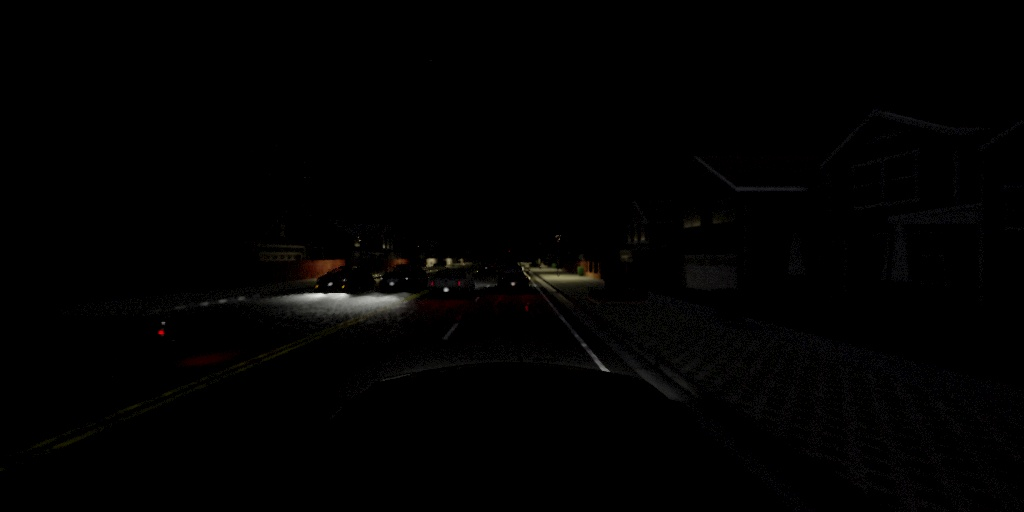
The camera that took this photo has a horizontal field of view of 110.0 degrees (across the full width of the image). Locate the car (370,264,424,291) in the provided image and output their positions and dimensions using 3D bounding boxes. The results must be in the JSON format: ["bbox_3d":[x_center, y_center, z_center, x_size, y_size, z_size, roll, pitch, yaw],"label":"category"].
[{"bbox_3d":[-6.572,1.273,22.094,2.128,1.511,4.902,0,0,0],"label":"car"}]

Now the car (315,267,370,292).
[{"bbox_3d":[-9.826,1.342,21.358,1.994,1.385,4.181,0,0,0],"label":"car"}]

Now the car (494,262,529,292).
[{"bbox_3d":[0.070,1.305,21.702,1.812,1.442,4.674,0,0,0],"label":"car"}]

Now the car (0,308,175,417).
[{"bbox_3d":[-6.594,1.297,3.575,2.033,1.411,5.357,0,0,0],"label":"car"}]

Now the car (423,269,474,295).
[{"bbox_3d":[-3.194,1.375,19.651,1.895,1.301,4.718,0,0,0],"label":"car"}]

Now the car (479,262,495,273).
[{"bbox_3d":[-3.161,1.434,45.875,1.994,1.385,4.181,0,0,0],"label":"car"}]
